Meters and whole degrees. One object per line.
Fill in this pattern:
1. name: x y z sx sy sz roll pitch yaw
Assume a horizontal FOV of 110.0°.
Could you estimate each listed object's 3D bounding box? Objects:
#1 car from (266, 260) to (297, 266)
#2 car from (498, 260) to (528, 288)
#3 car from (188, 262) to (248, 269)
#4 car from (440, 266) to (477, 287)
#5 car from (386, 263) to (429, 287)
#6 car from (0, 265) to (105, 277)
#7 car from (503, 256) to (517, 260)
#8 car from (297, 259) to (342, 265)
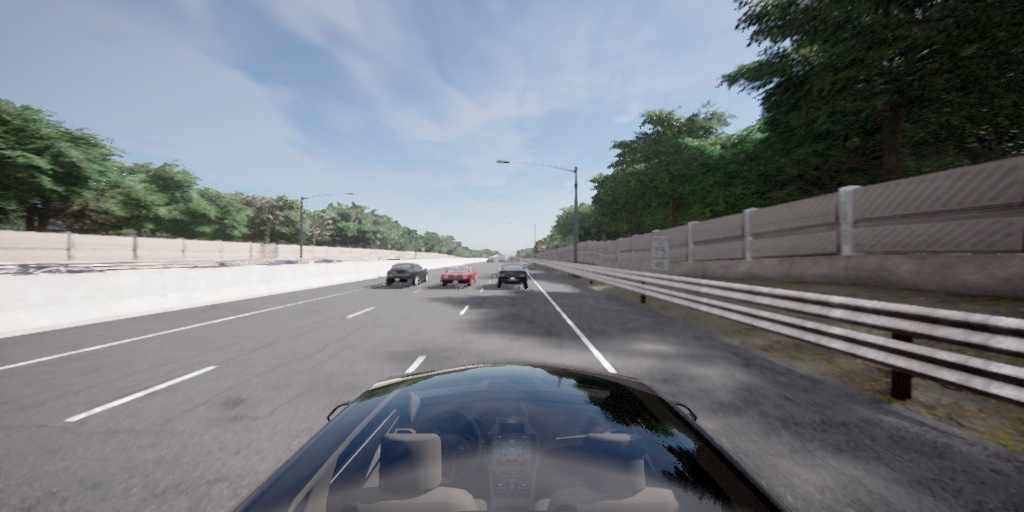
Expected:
1. car: -20.990 1.107 32.728 1.812 1.442 4.674 0 0 1
2. car: 0.039 1.227 24.209 1.882 1.535 5.008 0 0 0
3. car: -24.513 1.155 30.186 1.895 1.301 4.718 0 0 1
4. car: -3.461 1.322 24.225 1.895 1.301 4.718 0 0 0
5. car: -6.960 1.200 24.214 1.837 1.490 4.892 0 0 0
6. car: -17.572 1.102 13.222 2.128 1.511 4.902 0 0 0
7. car: 0.113 1.101 55.734 2.097 1.767 4.553 0 0 0
8. car: -17.488 1.101 33.741 2.128 1.511 4.902 0 0 1
